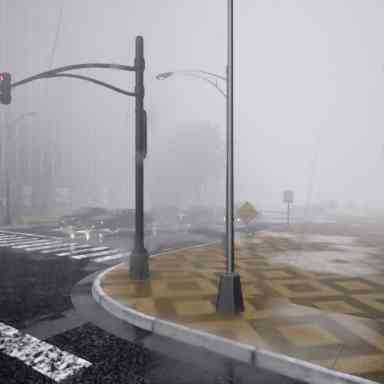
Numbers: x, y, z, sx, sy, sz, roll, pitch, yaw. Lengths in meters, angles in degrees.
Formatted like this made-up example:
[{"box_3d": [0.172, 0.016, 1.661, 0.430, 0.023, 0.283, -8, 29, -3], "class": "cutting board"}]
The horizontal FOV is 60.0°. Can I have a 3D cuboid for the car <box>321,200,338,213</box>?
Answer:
[{"box_3d": [21.799, 2.259, 53.042, 2.150, 2.045, 5.566, 0, -1, 33], "class": "car"}]

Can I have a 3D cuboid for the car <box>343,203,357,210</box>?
[{"box_3d": [31.330, 2.841, 65.798, 1.812, 1.442, 4.674, 0, -1, 33], "class": "car"}]

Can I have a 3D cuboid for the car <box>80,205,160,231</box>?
[{"box_3d": [-4.918, 1.880, 23.609, 2.033, 1.411, 5.357, 0, -1, 33], "class": "car"}]

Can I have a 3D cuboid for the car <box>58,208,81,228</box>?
[{"box_3d": [-7.790, 1.851, 25.137, 1.812, 1.442, 4.674, 0, -1, 31], "class": "car"}]

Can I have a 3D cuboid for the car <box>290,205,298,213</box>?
[{"box_3d": [16.468, 2.548, 50.605, 1.895, 1.301, 4.718, 0, -1, 33], "class": "car"}]

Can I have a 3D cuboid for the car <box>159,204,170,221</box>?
[{"box_3d": [-2.826, 1.995, 32.888, 1.837, 1.490, 4.892, 0, -1, 33], "class": "car"}]

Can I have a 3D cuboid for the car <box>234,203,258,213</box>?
[{"box_3d": [8.136, 2.378, 49.865, 1.812, 1.442, 4.674, 0, -1, 32], "class": "car"}]

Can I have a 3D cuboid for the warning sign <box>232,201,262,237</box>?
[{"box_3d": [3.089, 1.457, 18.557, 1.300, 1.860, 1.060, 1, 1, 33], "class": "warning sign"}]

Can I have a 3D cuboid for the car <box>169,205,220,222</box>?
[{"box_3d": [0.345, 1.999, 31.811, 2.128, 1.511, 4.902, 0, -1, 33], "class": "car"}]

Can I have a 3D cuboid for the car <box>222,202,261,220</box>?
[{"box_3d": [5.310, 2.069, 33.165, 2.128, 1.511, 4.902, 0, -1, 33], "class": "car"}]

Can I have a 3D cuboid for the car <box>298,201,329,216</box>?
[{"box_3d": [16.279, 2.347, 44.351, 2.128, 1.511, 4.902, 0, -1, 33], "class": "car"}]
